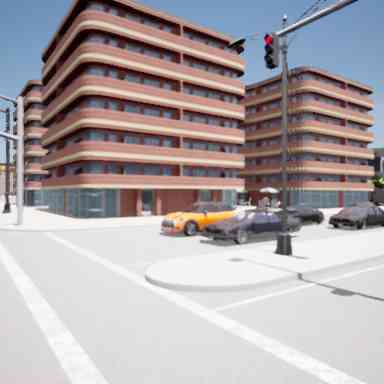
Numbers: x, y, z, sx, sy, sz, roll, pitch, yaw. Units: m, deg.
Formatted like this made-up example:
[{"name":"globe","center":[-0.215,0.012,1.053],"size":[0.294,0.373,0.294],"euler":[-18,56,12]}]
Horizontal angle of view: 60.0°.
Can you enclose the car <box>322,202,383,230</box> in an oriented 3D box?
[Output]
[{"name":"car","center":[11.201,1.616,21.833],"size":[5.357,1.411,2.033],"euler":[0,0,-35]}]

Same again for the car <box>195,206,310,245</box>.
[{"name":"car","center":[3.006,1.584,15.975],"size":[5.357,1.411,2.033],"euler":[0,0,-36]}]

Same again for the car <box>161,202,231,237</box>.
[{"name":"car","center":[0.529,1.387,18.505],"size":[4.553,1.767,2.097],"euler":[0,0,-35]}]

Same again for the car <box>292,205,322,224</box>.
[{"name":"car","center":[7.549,1.624,23.528],"size":[4.181,1.385,1.994],"euler":[0,0,-36]}]

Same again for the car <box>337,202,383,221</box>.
[{"name":"car","center":[14.645,1.615,28.592],"size":[4.674,1.442,1.812],"euler":[0,0,-35]}]
